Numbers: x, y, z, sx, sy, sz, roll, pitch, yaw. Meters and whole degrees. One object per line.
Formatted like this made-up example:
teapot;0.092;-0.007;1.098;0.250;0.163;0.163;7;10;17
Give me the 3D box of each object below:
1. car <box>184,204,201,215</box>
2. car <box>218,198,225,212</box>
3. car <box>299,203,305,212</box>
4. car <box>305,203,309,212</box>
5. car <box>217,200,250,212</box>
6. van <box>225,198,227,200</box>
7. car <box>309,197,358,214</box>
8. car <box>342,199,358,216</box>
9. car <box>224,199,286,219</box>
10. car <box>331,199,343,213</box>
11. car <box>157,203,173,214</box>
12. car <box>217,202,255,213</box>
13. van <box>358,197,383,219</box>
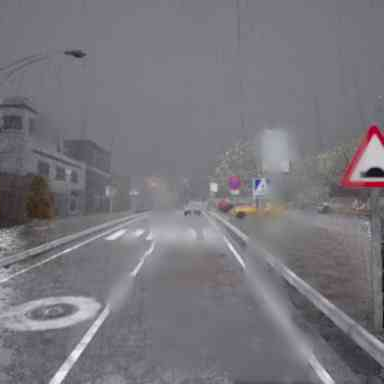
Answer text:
car;0.058;2.046;39.876;1.895;1.301;4.718;0;-2;0
car;6.210;1.773;43.791;5.566;2.045;2.435;0;-2;-1
car;18.373;1.909;47.724;5.566;2.045;2.435;0;-2;-1
car;18.428;2.071;45.048;4.892;1.521;2.231;0;-2;-1
car;6.139;2.100;49.736;4.553;1.767;2.185;0;-2;-1
van;6.353;1.625;37.601;4.442;1.987;1.878;0;-1;0
car;18.440;1.729;42.265;5.566;2.045;2.435;0;-2;-1
car;18.719;1.761;33.884;5.366;1.575;1.946;0;-1;0
car;6.098;1.711;31.640;5.366;1.575;1.946;0;-1;0
car;18.699;1.823;36.544;5.366;1.575;1.946;0;-2;0
car;-3.398;2.084;42.715;2.033;1.411;5.357;0;-2;0
car;6.150;2.122;46.698;5.008;1.535;2.097;0;-2;-1
van;18.439;1.480;31.093;4.442;1.987;1.878;0;-1;0
